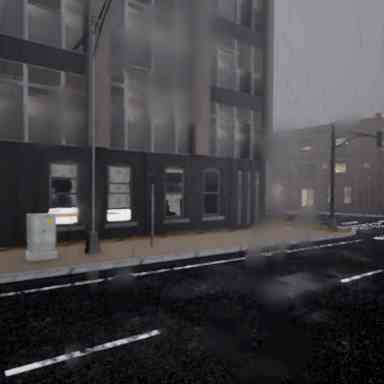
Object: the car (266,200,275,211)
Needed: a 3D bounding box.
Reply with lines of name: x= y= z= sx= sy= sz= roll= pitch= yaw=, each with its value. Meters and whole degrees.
car: x=7.913 y=1.540 z=40.097 sx=2.008 sy=1.369 sz=4.403 roll=-1 pitch=1 yaw=-37
